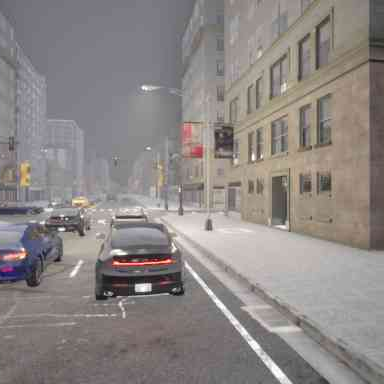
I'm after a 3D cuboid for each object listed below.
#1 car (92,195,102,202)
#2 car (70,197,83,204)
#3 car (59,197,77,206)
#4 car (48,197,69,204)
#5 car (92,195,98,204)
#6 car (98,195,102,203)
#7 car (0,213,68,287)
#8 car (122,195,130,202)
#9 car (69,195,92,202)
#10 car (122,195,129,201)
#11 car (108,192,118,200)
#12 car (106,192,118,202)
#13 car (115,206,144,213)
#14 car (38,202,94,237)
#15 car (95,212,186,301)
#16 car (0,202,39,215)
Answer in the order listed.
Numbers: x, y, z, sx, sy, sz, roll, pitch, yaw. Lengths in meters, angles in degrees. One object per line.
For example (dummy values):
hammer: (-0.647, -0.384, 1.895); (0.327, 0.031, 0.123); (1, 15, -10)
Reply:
car: (-22.056, 1.497, 77.531); (1.837, 1.490, 4.892); (0, 0, -11)
car: (-23.362, 1.617, 67.586); (1.895, 1.301, 4.718); (0, 0, -11)
car: (-21.436, 1.568, 57.745); (2.033, 1.411, 5.357); (0, 0, -11)
car: (-19.583, 1.510, 48.176); (2.128, 1.511, 4.902); (0, 0, -14)
car: (-18.175, 1.373, 58.038); (2.097, 1.767, 4.553); (0, 0, -12)
car: (-20.059, 1.574, 67.648); (1.994, 1.385, 4.181); (0, 0, -11)
car: (-4.793, 1.527, 9.032); (1.812, 1.442, 4.674); (0, 0, -11)
car: (-15.928, 1.617, 80.021); (1.895, 1.301, 4.718); (0, 0, -11)
car: (-16.371, 1.496, 48.952); (1.882, 1.535, 5.008); (0, 0, -11)
car: (-17.906, 1.499, 89.816); (1.882, 1.535, 5.008); (0, 0, -11)
car: (-20.852, 1.115, 87.980); (2.150, 2.045, 5.566); (0, 0, -11)
car: (-18.788, 1.243, 77.767); (2.150, 2.045, 5.566); (0, 0, -11)
car: (-3.311, 1.495, 17.591); (2.128, 1.511, 4.902); (0, 0, -11)
car: (-6.606, 1.509, 17.998); (1.837, 1.490, 4.892); (0, 0, -11)
car: (-1.368, 1.506, 8.470); (1.837, 1.490, 4.892); (0, 0, -11)
car: (-16.315, 1.603, 30.771); (4.718, 1.301, 1.895); (0, 0, -11)
